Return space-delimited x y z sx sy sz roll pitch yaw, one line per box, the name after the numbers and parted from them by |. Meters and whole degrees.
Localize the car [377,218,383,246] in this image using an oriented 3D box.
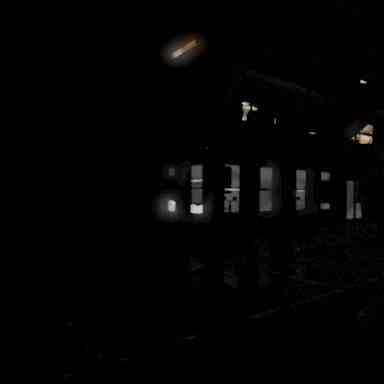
9.447 1.233 13.303 5.009 1.841 2.192 0 1 -36 | car

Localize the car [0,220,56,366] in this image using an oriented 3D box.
-4.142 1.324 3.584 5.009 1.841 2.192 0 1 -36 | car
